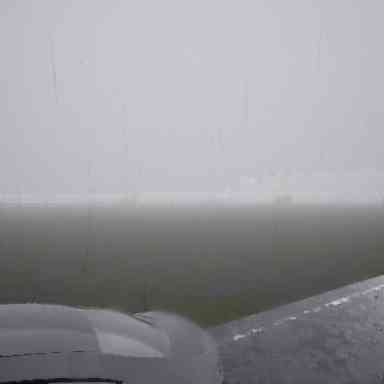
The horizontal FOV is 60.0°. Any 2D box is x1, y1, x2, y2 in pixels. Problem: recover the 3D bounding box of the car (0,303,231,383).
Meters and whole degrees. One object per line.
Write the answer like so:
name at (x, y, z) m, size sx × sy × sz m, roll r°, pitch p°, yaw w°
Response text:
car at (-1.804, 1.527, 1.776) m, size 4.674 × 1.442 × 1.812 m, roll 0°, pitch 0°, yaw -35°
